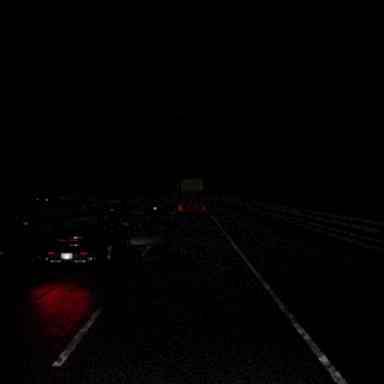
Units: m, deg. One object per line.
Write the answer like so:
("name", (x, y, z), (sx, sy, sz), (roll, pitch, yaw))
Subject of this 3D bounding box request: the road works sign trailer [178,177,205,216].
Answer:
("road works sign trailer", (0.033, 0.386, 31.749), (2.380, 3.560, 2.880), (0, 0, 0))

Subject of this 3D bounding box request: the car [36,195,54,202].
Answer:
("car", (-24.482, 1.271, 56.329), (2.097, 1.767, 4.553), (0, 0, 1))

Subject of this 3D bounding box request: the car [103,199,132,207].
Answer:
("car", (-6.867, 1.401, 31.023), (1.882, 1.535, 5.008), (0, 0, 0))

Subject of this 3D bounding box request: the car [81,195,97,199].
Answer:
("car", (-17.486, 1.273, 56.514), (2.097, 1.767, 4.553), (0, -1, 1))

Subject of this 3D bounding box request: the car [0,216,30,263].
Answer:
("car", (-6.887, 1.535, 11.666), (1.994, 1.385, 4.181), (0, 0, 0))

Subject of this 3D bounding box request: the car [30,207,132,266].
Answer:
("car", (-3.388, 1.476, 11.426), (1.837, 1.490, 4.892), (0, 0, 0))

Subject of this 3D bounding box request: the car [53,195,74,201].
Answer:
("car", (-20.986, 1.439, 55.736), (1.812, 1.442, 4.674), (0, 0, 1))

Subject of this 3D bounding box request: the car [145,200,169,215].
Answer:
("car", (-3.365, 1.484, 32.420), (1.994, 1.385, 4.181), (0, 0, 0))
